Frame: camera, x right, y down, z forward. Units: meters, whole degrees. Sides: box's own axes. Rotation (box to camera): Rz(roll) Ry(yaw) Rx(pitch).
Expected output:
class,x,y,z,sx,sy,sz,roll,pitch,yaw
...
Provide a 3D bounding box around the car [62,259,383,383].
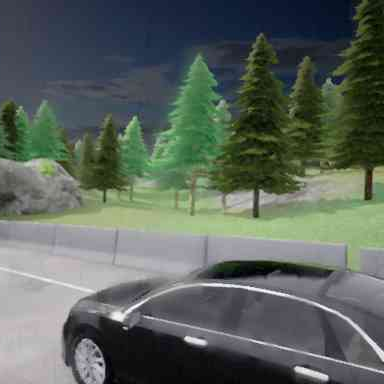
class,x,y,z,sx,sy,sz,roll,pitch,yaw
car,0.580,1.513,3.578,4.892,1.490,1.837,-1,0,35
